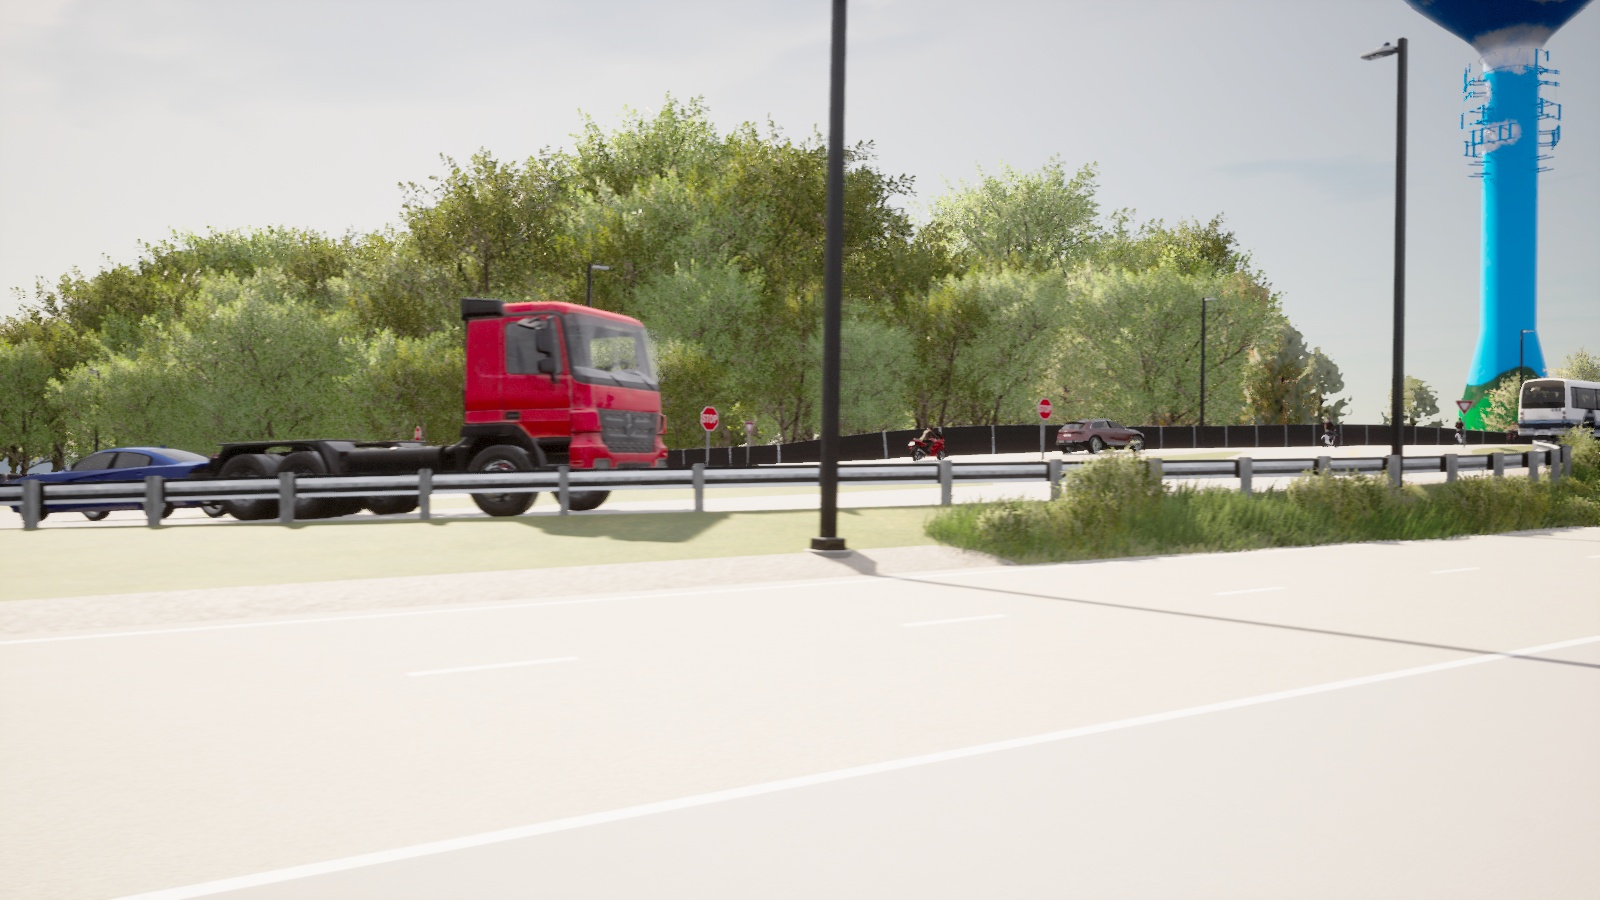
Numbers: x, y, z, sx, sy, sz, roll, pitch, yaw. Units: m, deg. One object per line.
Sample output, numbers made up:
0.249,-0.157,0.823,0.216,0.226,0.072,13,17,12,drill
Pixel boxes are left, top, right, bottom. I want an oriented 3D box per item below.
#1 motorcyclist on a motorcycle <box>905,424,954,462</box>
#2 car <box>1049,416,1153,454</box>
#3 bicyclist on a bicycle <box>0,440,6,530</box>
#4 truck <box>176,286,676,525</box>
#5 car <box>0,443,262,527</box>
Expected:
5.474,-0.316,53.004,2.044,1.523,0.797,-3,2,-36,motorcyclist on a motorcycle
14.144,-0.722,58.907,4.856,1.649,2.033,-2,1,-35,car
-15.168,0.651,22.583,1.656,1.620,0.582,-2,-2,19,bicyclist on a bicycle
-6.401,-0.580,21.482,7.936,3.462,2.891,-2,-1,20,truck
-14.033,0.752,26.197,5.008,1.535,1.882,-2,-2,14,car
